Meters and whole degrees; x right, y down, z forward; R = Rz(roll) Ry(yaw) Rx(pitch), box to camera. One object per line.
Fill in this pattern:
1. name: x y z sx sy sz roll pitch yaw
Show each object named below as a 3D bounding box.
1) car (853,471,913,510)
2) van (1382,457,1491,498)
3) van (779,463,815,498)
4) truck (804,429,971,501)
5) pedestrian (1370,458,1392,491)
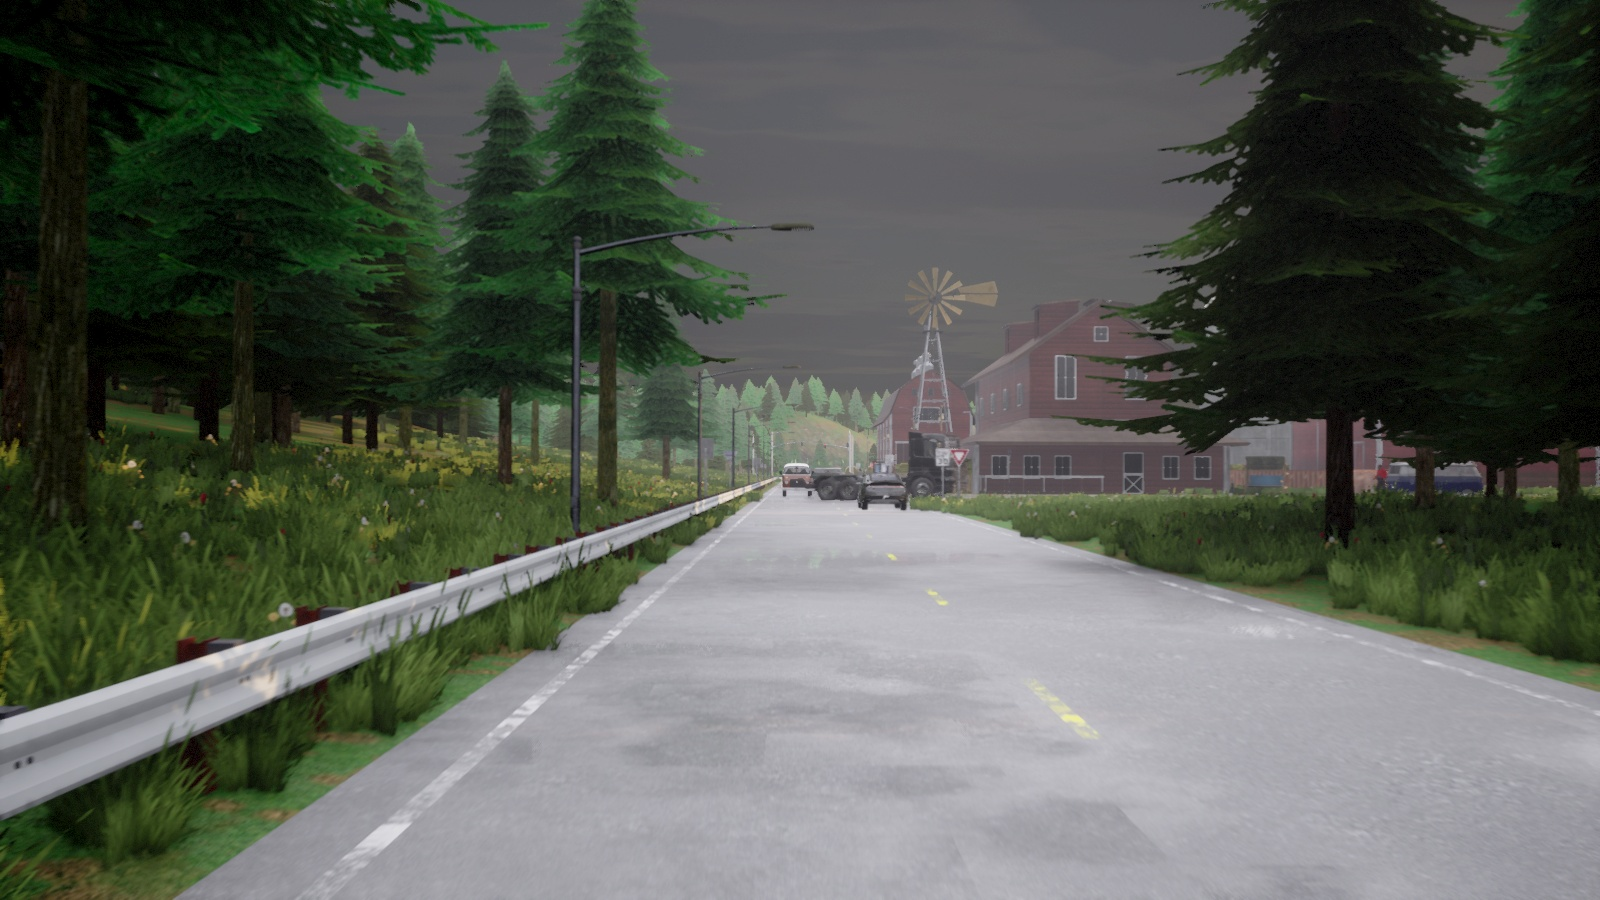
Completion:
1. car: 3.374 1.625 51.812 2.128 1.511 4.902 0 -1 0
2. van: 31.526 1.344 62.266 4.442 1.987 1.775 0 -1 0
3. van: -0.187 1.817 76.502 2.069 2.038 4.480 0 -1 0
4. truck: 4.435 0.802 63.867 7.936 3.462 2.891 -1 -1 24
5. pedestrian: 32.319 1.371 69.895 0.899 1.844 0.634 0 -1 -1
